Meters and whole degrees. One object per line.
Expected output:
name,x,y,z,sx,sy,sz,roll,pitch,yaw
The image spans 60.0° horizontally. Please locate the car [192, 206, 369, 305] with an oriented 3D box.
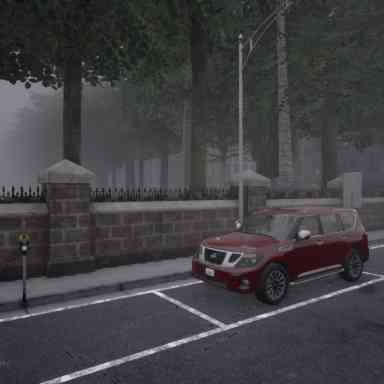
car,2.411,1.314,8.251,5.009,1.841,2.192,0,0,-35
